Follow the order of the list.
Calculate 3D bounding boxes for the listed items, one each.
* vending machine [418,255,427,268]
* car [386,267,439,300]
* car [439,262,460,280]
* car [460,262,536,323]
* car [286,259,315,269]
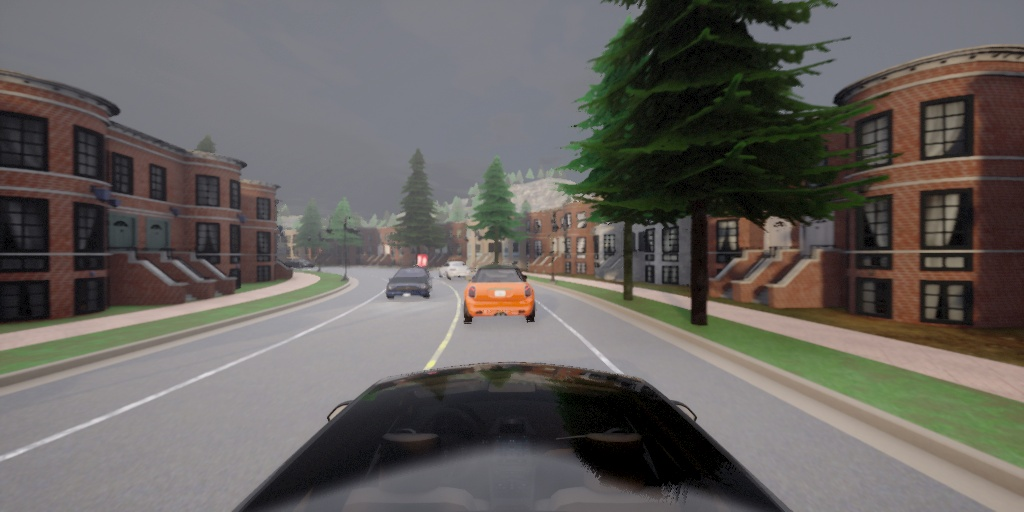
[{"bbox_3d":[-12.413,0.779,49.798,0.880,2.100,1.100,0,0,44],"label":"vending machine"},{"bbox_3d":[-4.870,1.244,17.709,2.033,1.411,5.357,0,0,-10],"label":"car"},{"bbox_3d":[-4.718,1.174,29.310,1.812,1.442,4.674,0,0,-23],"label":"car"},{"bbox_3d":[-0.526,1.060,12.163,2.097,1.767,4.553,0,0,-5],"label":"car"},{"bbox_3d":[-30.431,1.129,51.507,4.892,1.490,1.837,0,0,27],"label":"car"}]
